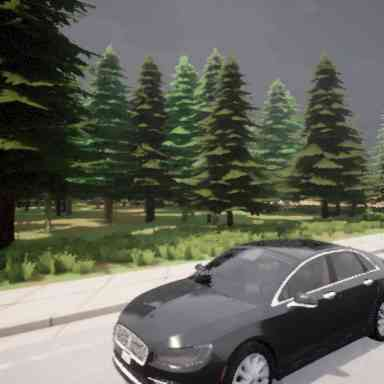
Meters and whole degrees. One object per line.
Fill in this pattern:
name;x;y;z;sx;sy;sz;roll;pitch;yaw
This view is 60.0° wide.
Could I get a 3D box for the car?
car;1.277;1.515;4.943;4.892;1.490;1.837;0;0;-36
